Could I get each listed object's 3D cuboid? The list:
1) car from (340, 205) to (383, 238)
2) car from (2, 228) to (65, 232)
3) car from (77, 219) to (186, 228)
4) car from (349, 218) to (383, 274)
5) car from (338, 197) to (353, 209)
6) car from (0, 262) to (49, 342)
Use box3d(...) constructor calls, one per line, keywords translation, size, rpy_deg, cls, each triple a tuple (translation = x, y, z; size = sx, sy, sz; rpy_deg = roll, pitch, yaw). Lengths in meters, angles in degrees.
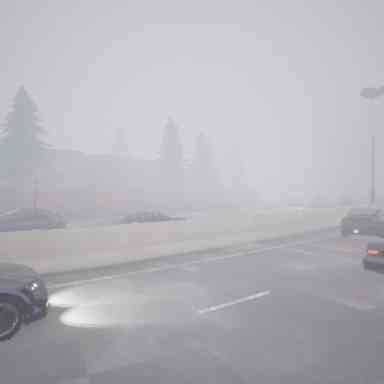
box3d(translation=(9.088, 1.508, 16.706), size=(1.837, 1.490, 4.892), rpy_deg=(0, 0, 44), cls="car")
box3d(translation=(-8.135, 1.600, 15.620), size=(4.181, 1.385, 1.994), rpy_deg=(0, 0, -38), cls="car")
box3d(translation=(-2.629, 1.572, 15.501), size=(5.357, 1.411, 2.033), rpy_deg=(0, 0, -40), cls="car")
box3d(translation=(6.730, 1.546, 9.487), size=(5.357, 1.411, 2.033), rpy_deg=(0, 0, -42), cls="car")
box3d(translation=(22.137, 1.519, 47.962), size=(1.837, 1.490, 4.892), rpy_deg=(0, 0, 25), cls="car")
box3d(translation=(-4.467, 1.580, 5.043), size=(4.181, 1.385, 1.994), rpy_deg=(0, 0, -35), cls="car")
